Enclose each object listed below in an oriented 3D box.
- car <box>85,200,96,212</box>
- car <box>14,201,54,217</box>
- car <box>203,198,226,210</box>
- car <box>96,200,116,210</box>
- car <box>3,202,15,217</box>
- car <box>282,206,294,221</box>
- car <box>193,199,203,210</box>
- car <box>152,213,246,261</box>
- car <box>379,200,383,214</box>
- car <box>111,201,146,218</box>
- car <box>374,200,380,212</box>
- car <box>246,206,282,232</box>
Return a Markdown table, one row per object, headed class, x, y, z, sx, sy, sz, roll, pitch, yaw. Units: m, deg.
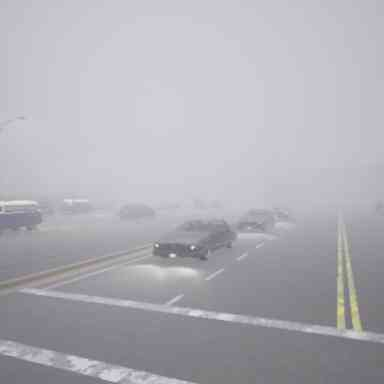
| class | x | y | z | sx | sy | sz | roll | pitch | yaw |
| --- | --- | --- | --- | --- | --- | --- | --- | --- | --- |
| car | -19.031 | 2.788 | 66.955 | 1.970 | 1.475 | 3.806 | -1 | -1 | 24 |
| car | -23.544 | 2.336 | 49.769 | 1.932 | 1.855 | 4.605 | -1 | -1 | 24 |
| car | 4.141 | 2.037 | 56.545 | 1.932 | 1.855 | 4.605 | -1 | -1 | 24 |
| car | -16.398 | 2.491 | 65.765 | 1.905 | 1.878 | 3.866 | -1 | -1 | 24 |
| car | -26.158 | 2.605 | 51.009 | 1.784 | 1.438 | 3.905 | -1 | -1 | 24 |
| car | 8.801 | 2.031 | 32.625 | 1.895 | 1.301 | 4.718 | -1 | -1 | 24 |
| car | 1.523 | 2.098 | 57.777 | 1.905 | 1.878 | 3.866 | -1 | -1 | 24 |
| car | 0.416 | 1.798 | 13.768 | 2.033 | 1.411 | 5.357 | -1 | -1 | 24 |
| car | 22.002 | 1.770 | 36.155 | 1.882 | 1.535 | 5.008 | -1 | -1 | 24 |
| car | -8.086 | 2.240 | 42.941 | 1.970 | 1.475 | 3.806 | -1 | -1 | 24 |
| car | 26.021 | 1.858 | 45.326 | 1.882 | 1.535 | 5.008 | -1 | -1 | 24 |
| car | 4.666 | 1.889 | 23.340 | 2.033 | 1.411 | 5.357 | -1 | -1 | 24 |
